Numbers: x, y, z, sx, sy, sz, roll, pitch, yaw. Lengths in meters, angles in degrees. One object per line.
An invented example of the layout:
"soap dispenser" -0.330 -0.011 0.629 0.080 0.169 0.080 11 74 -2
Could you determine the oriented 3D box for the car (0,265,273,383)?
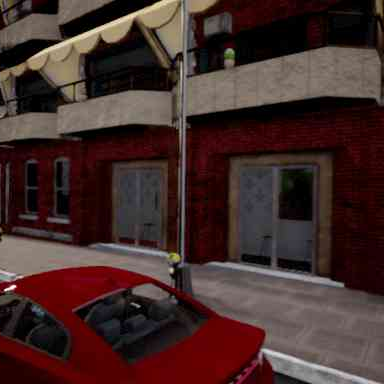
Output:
"car" -1.396 1.522 3.666 4.507 1.381 1.887 0 1 36
